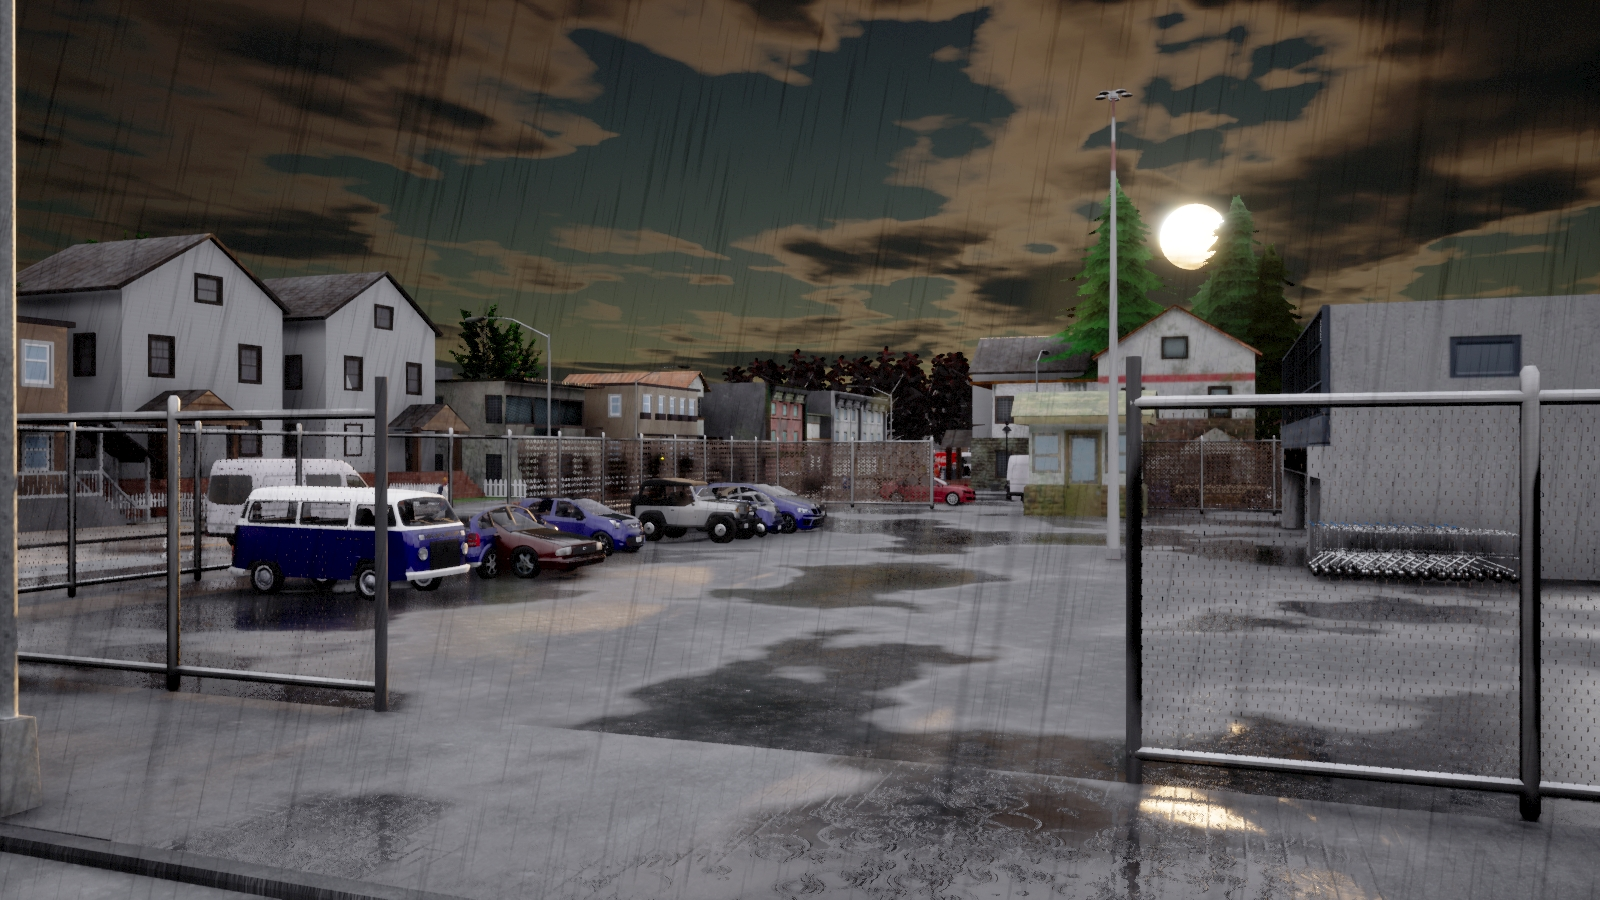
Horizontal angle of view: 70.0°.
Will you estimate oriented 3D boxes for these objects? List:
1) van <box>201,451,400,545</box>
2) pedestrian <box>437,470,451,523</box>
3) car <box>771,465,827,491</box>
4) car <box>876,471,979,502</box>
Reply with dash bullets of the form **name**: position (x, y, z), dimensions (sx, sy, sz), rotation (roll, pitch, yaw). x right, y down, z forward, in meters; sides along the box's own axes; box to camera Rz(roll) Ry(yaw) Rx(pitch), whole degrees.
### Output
- **van**: position (-14.857, 1.319, 34.459), dimensions (1.988, 2.561, 5.915), rotation (0, 0, 20)
- **pedestrian**: position (-12.615, 1.633, 40.488), dimensions (0.375, 1.860, 0.375), rotation (0, 0, 0)
- **car**: position (-0.004, 1.818, 75.193), dimensions (2.097, 1.535, 5.006), rotation (0, 0, 20)
- **car**: position (6.523, 1.843, 58.394), dimensions (4.892, 1.480, 2.231), rotation (0, 0, 19)
